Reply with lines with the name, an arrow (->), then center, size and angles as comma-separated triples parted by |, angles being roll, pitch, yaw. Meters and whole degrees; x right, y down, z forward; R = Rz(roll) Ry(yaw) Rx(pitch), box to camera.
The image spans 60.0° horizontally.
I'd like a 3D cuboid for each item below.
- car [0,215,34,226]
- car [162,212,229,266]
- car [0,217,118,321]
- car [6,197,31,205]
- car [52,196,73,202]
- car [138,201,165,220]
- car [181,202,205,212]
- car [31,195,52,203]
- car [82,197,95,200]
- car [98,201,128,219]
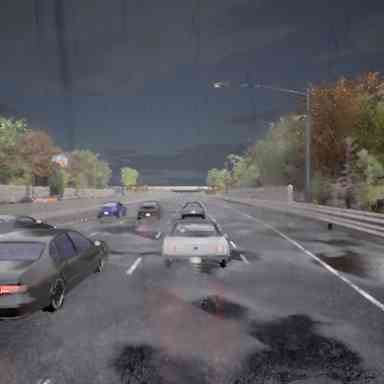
car -> -6.897, 1.562, 12.747 | 1.994, 1.385, 4.181 | 0, 0, 0
car -> 0.104, 1.598, 11.439 | 1.895, 1.301, 4.718 | 0, 0, 0
car -> -3.398, 1.546, 7.611 | 2.033, 1.411, 5.357 | 0, 0, 0
car -> -28.013, 1.574, 54.287 | 2.033, 1.411, 5.357 | 0, 0, 1
car -> -21.024, 1.629, 55.431 | 1.895, 1.301, 4.718 | 0, 0, 1
car -> -3.392, 1.507, 28.077 | 1.837, 1.490, 4.892 | 0, 0, 0
car -> 0.105, 1.566, 28.753 | 1.994, 1.385, 4.181 | 0, 0, 0
car -> -24.523, 1.381, 55.820 | 2.097, 1.767, 4.553 | 0, 0, 1
car -> -17.523, 1.576, 56.473 | 2.033, 1.411, 5.357 | 0, 0, 1
car -> -6.893, 1.528, 29.052 | 1.812, 1.442, 4.674 | 0, 0, 0
